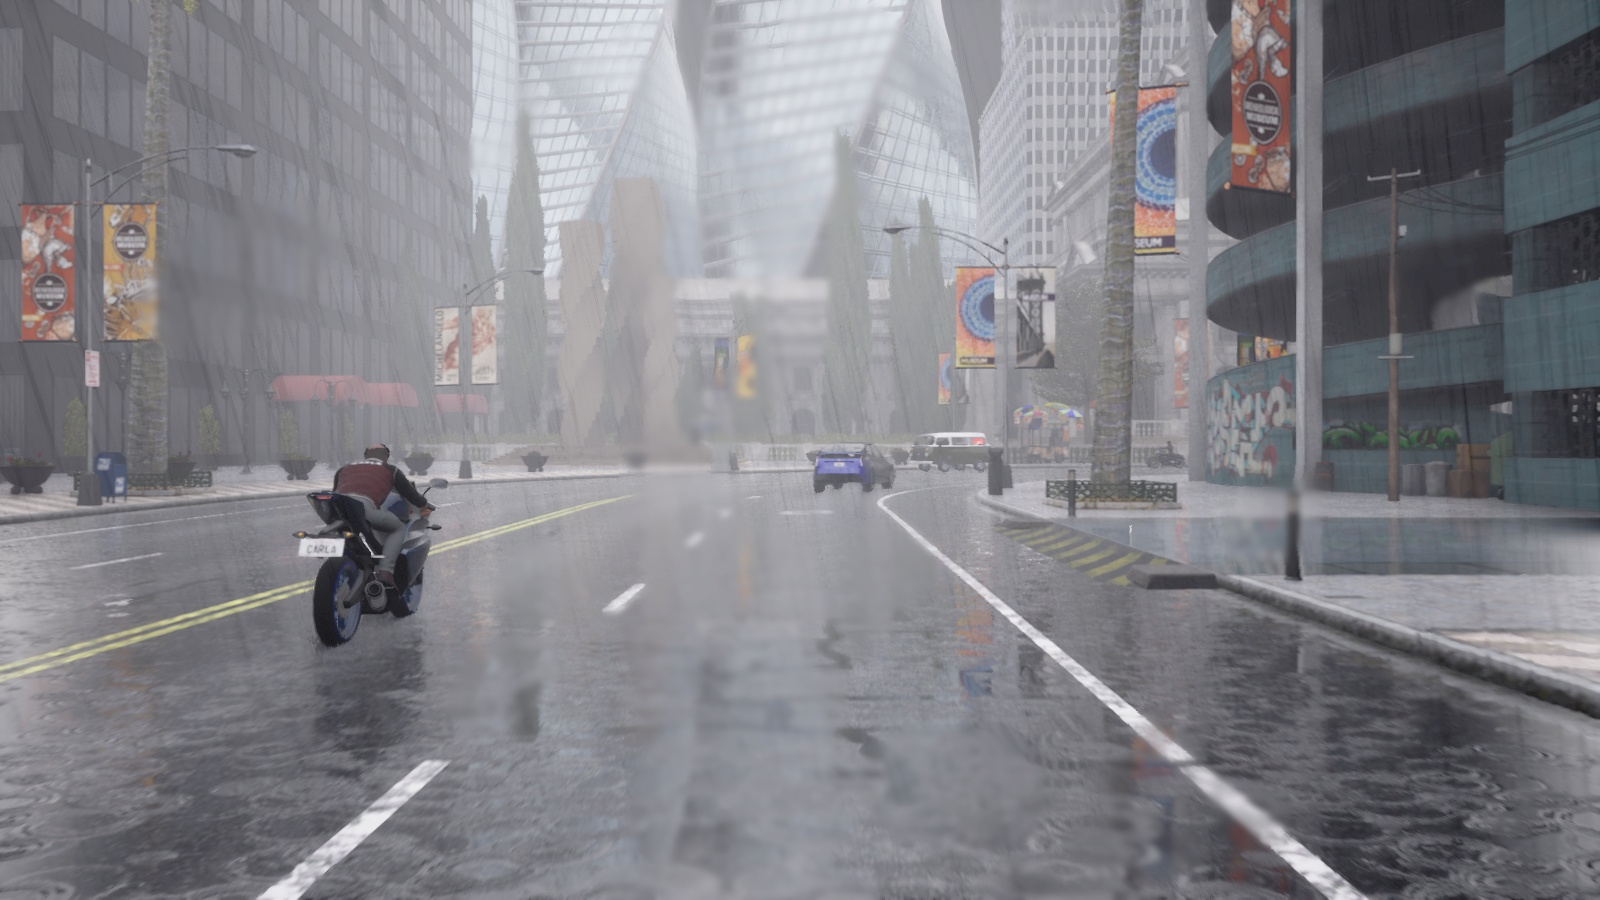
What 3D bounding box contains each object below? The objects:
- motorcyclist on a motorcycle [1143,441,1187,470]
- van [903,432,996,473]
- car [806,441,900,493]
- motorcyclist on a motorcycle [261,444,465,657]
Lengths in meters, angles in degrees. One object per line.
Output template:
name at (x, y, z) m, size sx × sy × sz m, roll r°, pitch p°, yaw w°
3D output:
motorcyclist on a motorcycle at (20.752, 0.311, 71.432) m, size 2.350 × 1.649 × 0.766 m, roll 0°, pitch 1°, yaw -17°
van at (7.723, 0.111, 64.718) m, size 4.480 × 2.038 × 2.069 m, roll 0°, pitch 0°, yaw -35°
car at (1.700, 0.476, 38.743) m, size 2.007 × 1.525 × 4.514 m, roll 0°, pitch 0°, yaw 15°
motorcyclist on a motorcycle at (-3.445, 0.721, 10.151) m, size 0.866 × 1.530 × 2.191 m, roll 0°, pitch 0°, yaw 1°
